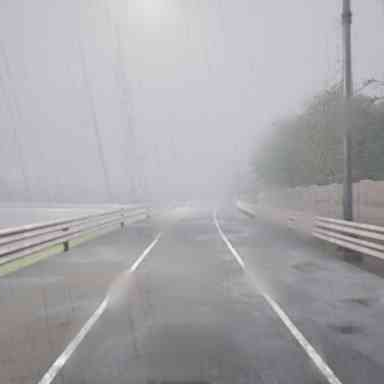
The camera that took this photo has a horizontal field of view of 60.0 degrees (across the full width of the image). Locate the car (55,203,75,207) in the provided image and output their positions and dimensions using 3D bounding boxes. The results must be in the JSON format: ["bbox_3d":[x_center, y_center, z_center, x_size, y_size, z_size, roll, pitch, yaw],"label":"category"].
[{"bbox_3d":[-32.457,3.631,85.107,4.892,1.490,1.837,2,-5,-21],"label":"car"}]
